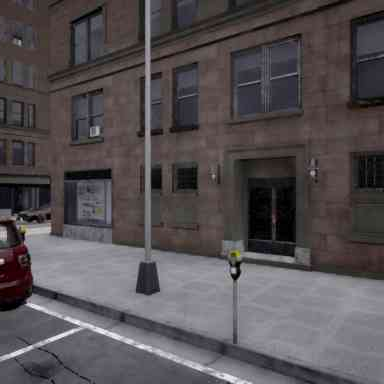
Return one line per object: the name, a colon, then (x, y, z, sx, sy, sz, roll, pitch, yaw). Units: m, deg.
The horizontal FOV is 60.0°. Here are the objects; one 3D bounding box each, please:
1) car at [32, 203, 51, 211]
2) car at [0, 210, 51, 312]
car: (-10.254, 1.503, 25.184, 2.033, 1.411, 5.357, 0, 0, 36)
car: (-5.082, 1.315, 6.423, 5.009, 1.841, 2.192, 0, 0, 35)
